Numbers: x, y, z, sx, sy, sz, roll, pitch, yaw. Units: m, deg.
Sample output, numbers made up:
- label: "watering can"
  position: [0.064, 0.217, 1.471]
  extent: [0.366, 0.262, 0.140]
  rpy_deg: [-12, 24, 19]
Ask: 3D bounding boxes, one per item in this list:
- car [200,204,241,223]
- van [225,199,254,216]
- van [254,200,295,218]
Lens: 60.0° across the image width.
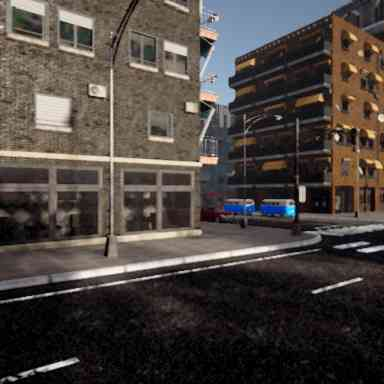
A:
- label: "car"
  position: [1.872, 1.919, 28.681]
  extent: [1.802, 1.307, 4.206]
  rpy_deg: [-1, 0, -36]
- label: "van"
  position: [5.311, 1.742, 38.109]
  extent: [1.690, 1.788, 3.998]
  rpy_deg: [-1, 0, -36]
- label: "van"
  position: [8.620, 1.668, 33.588]
  extent: [1.690, 1.788, 3.998]
  rpy_deg: [-1, 0, -36]
